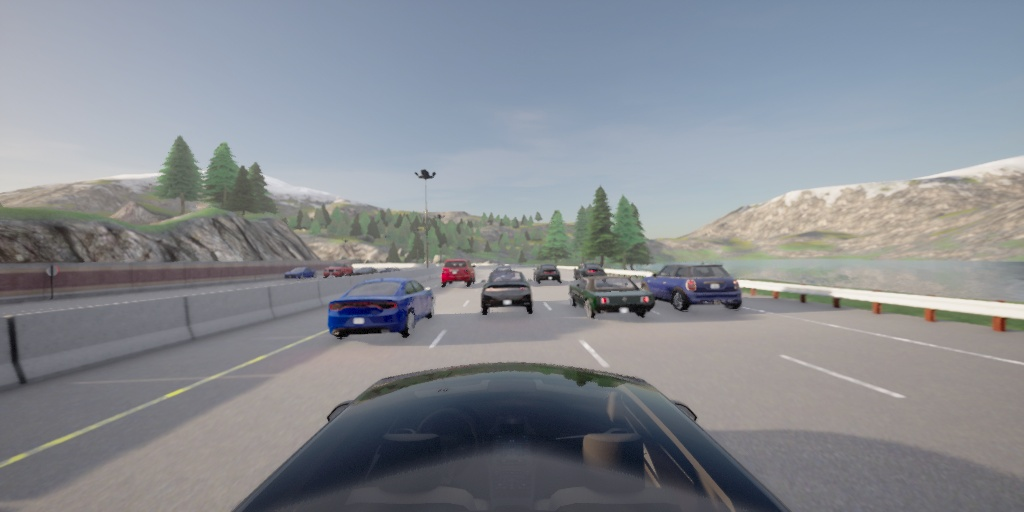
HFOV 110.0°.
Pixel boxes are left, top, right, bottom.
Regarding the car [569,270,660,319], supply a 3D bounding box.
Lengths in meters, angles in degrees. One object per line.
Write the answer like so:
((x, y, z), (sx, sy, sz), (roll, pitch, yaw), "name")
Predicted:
((3.321, 1.369, 12.988), (1.895, 1.301, 4.718), (-1, 0, -1), "car")

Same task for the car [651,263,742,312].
((6.786, 1.053, 14.189), (2.097, 1.767, 4.553), (-1, -1, -1), "car")

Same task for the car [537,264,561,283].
((2.837, 1.420, 29.508), (1.837, 1.490, 4.892), (-1, 0, -1), "car")

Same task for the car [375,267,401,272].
((-15.486, 2.051, 45.958), (1.895, 1.301, 4.718), (-1, 0, -4), "car")

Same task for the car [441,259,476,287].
((-4.138, 1.280, 28.200), (2.150, 2.045, 5.566), (-1, 0, -1), "car")

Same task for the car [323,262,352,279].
((-22.588, 1.840, 47.062), (2.150, 2.045, 5.566), (-1, -1, -4), "car")

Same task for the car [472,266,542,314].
((-0.216, 1.351, 14.413), (2.128, 1.511, 4.902), (-1, 0, -1), "car")

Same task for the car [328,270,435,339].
((-3.637, 1.382, 10.868), (1.882, 1.535, 5.008), (-1, 0, -1), "car")

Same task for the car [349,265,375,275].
((-19.075, 2.088, 47.241), (2.033, 1.411, 5.357), (-1, 0, -4), "car")

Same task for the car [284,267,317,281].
((-25.892, 2.142, 44.048), (1.882, 1.535, 5.008), (-1, 0, -4), "car")

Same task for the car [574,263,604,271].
((6.335, 1.344, 29.604), (1.837, 1.490, 4.892), (-1, 0, -1), "car")
